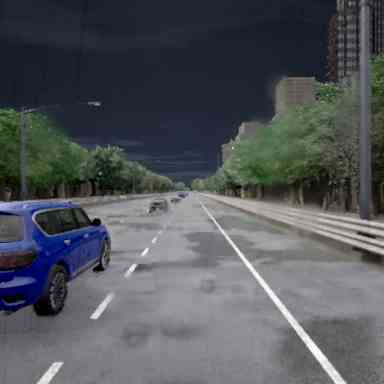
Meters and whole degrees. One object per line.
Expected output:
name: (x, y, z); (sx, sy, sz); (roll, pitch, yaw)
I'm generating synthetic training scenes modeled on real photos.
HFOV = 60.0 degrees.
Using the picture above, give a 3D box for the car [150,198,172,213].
car: (-3.511, 1.490, 36.720); (1.837, 1.490, 4.892); (0, 0, 0)

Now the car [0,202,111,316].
car: (-3.502, 1.224, 7.621); (2.150, 2.045, 5.566); (0, 0, 0)

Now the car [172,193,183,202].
car: (-3.519, 1.521, 72.383); (1.895, 1.301, 4.718); (0, 0, 0)
